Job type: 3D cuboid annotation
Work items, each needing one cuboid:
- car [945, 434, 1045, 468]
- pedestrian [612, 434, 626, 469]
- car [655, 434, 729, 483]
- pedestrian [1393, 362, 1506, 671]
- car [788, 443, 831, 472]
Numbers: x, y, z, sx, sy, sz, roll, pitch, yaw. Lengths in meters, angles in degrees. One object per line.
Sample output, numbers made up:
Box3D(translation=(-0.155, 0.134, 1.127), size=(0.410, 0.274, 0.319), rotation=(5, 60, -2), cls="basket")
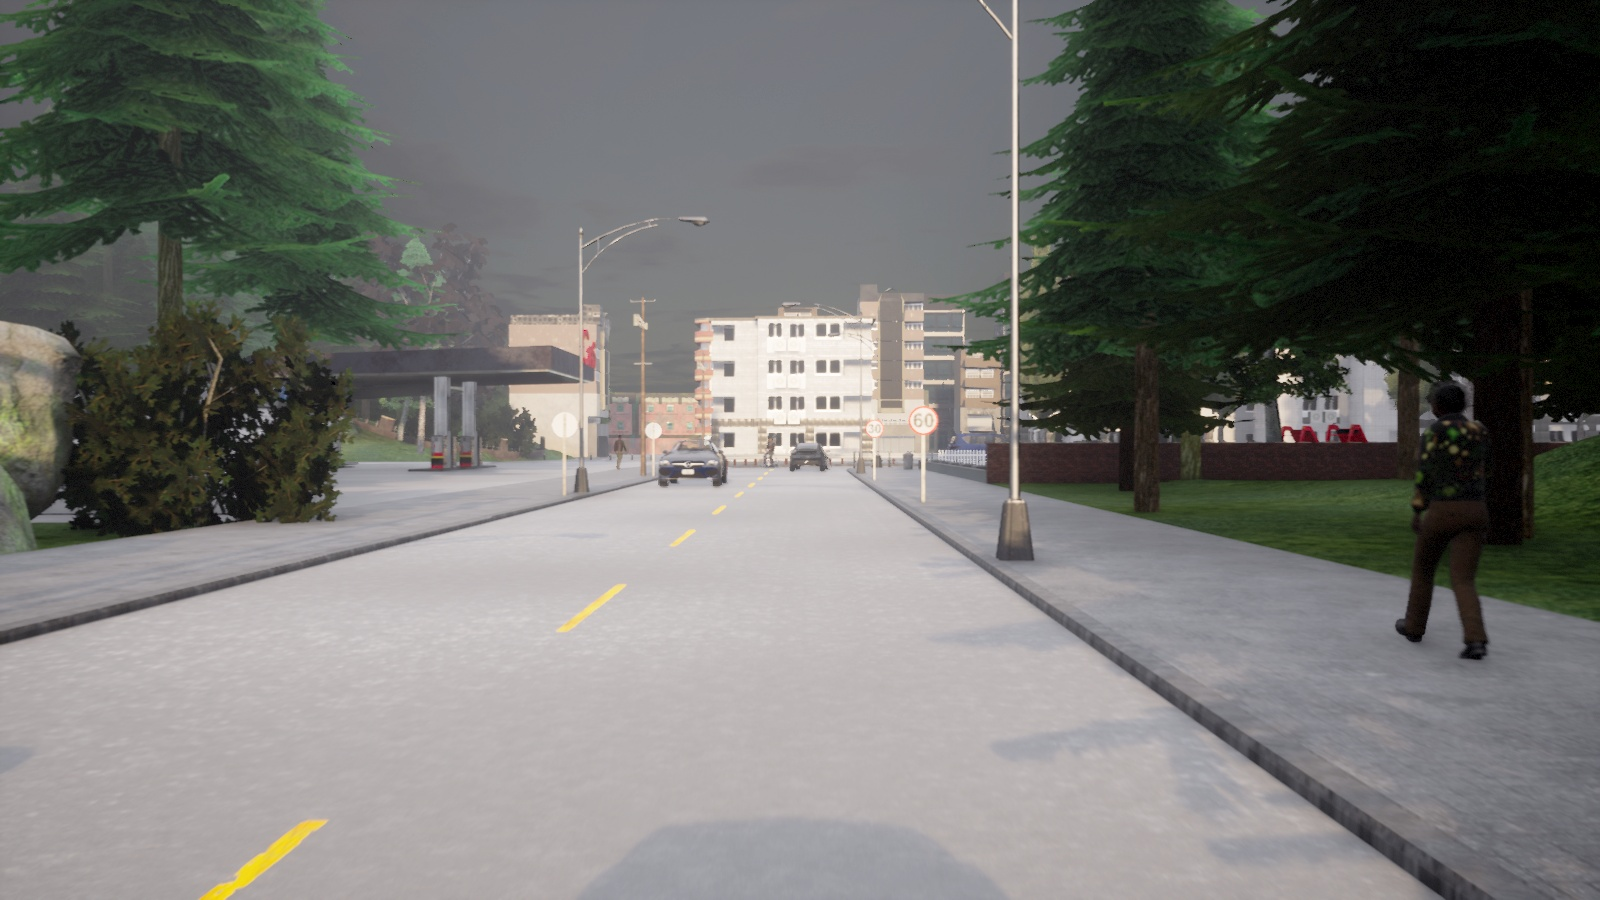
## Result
Box3D(translation=(11.636, 0.051, 75.147), size=(5.566, 2.045, 2.150), rotation=(0, 0, -2), cls="car")
Box3D(translation=(-9.402, 0.081, 65.284), size=(0.431, 1.840, 0.703), rotation=(0, 0, 19), cls="pedestrian")
Box3D(translation=(-3.759, 0.271, 44.447), size=(2.152, 1.651, 5.027), rotation=(0, 0, 0), cls="car")
Box3D(translation=(4.215, 0.413, 8.185), size=(0.395, 1.930, 0.692), rotation=(0, 0, 3), cls="pedestrian")
Box3D(translation=(0.553, 0.371, 67.685), size=(1.837, 1.490, 4.892), rotation=(0, 0, 5), cls="car")
